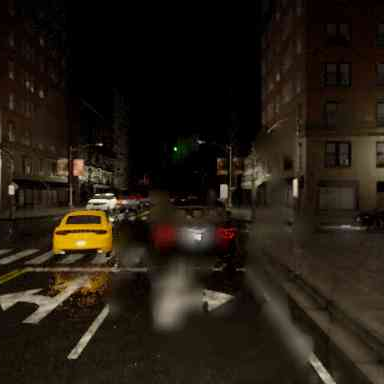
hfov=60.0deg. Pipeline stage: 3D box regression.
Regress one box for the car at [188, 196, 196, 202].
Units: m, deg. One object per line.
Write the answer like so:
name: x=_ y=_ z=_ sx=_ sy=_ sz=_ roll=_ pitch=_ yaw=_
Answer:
car: x=0.013 y=1.560 z=78.852 sx=1.895 sy=1.301 sz=4.718 roll=0 pitch=0 yaw=0

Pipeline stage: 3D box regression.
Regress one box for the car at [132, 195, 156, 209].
car: x=-6.551 y=1.532 z=46.353 sx=2.033 sy=1.411 sz=5.357 roll=0 pitch=0 yaw=0

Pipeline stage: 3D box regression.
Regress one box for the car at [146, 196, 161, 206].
car: x=-6.491 y=1.456 z=56.729 sx=1.882 sy=1.535 sz=5.008 roll=0 pitch=0 yaw=0

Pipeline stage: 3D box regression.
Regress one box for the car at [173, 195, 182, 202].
car: x=-3.238 y=1.493 z=74.105 sx=1.812 sy=1.442 sz=4.674 roll=0 pitch=0 yaw=0

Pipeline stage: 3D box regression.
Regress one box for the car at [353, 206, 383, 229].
car: x=12.780 y=1.599 z=21.572 sx=4.181 sy=1.385 sz=1.994 roll=0 pitch=0 yaw=0

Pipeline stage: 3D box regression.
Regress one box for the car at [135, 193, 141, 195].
car: x=-9.740 y=1.200 z=56.661 sx=2.150 sy=2.045 sz=5.566 roll=0 pitch=0 yaw=0

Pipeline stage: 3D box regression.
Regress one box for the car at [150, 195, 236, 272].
car: x=0.176 y=1.220 z=10.972 sx=2.150 sy=2.045 sz=5.566 roll=0 pitch=0 yaw=2

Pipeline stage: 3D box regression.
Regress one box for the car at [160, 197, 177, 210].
car: x=-3.143 y=1.463 z=44.757 sx=1.882 sy=1.535 sz=5.008 roll=0 pitch=0 yaw=0

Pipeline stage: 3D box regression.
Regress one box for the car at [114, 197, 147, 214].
car: x=-6.589 y=1.537 z=36.279 sx=2.033 sy=1.411 sz=5.357 roll=0 pitch=0 yaw=0

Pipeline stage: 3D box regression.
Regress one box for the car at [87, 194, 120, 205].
car: x=-9.845 y=1.211 z=36.699 sx=2.150 sy=2.045 sz=5.566 roll=0 pitch=0 yaw=-1

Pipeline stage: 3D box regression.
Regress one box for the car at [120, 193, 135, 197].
car: x=-9.801 y=1.337 z=46.260 sx=2.097 sy=1.767 sz=4.553 roll=0 pitch=0 yaw=0

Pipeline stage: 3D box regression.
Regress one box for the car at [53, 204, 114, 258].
car: x=-4.114 y=1.474 z=12.984 sx=1.882 sy=1.535 sz=5.008 roll=0 pitch=0 yaw=-14

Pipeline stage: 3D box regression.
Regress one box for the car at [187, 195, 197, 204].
car: x=0.017 y=1.451 z=65.940 sx=1.882 sy=1.535 sz=5.008 roll=0 pitch=0 yaw=0
